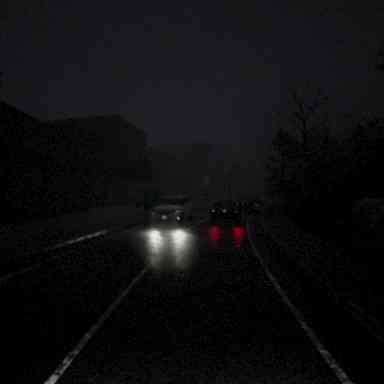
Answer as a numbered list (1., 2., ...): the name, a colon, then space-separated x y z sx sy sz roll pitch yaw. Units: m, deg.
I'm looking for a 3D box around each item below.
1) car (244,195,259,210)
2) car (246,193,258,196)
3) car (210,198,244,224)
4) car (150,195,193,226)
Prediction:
1. car: 6.833 1.507 42.062 2.033 1.411 5.357 -2 0 17
2. car: 11.343 1.205 63.571 2.150 2.045 5.566 -2 0 24
3. car: 2.634 1.350 25.147 2.097 1.767 4.553 -1 0 10
4. car: -1.344 1.275 24.165 2.150 2.045 5.566 -1 0 10
